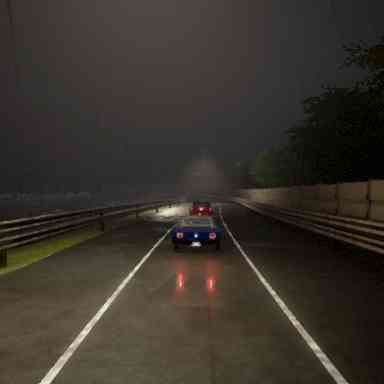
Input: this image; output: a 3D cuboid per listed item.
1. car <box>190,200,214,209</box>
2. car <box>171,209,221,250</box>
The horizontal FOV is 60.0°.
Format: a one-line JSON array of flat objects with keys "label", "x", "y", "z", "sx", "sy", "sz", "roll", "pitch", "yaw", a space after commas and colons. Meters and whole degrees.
[{"label": "car", "x": 0.894, "y": 1.477, "z": 29.486, "sx": 2.097, "sy": 1.767, "sz": 4.553, "roll": 0, "pitch": 0, "yaw": 3}, {"label": "car", "x": 0.225, "y": 1.663, "z": 14.603, "sx": 1.895, "sy": 1.301, "sz": 4.718, "roll": 0, "pitch": 0, "yaw": 2}]
